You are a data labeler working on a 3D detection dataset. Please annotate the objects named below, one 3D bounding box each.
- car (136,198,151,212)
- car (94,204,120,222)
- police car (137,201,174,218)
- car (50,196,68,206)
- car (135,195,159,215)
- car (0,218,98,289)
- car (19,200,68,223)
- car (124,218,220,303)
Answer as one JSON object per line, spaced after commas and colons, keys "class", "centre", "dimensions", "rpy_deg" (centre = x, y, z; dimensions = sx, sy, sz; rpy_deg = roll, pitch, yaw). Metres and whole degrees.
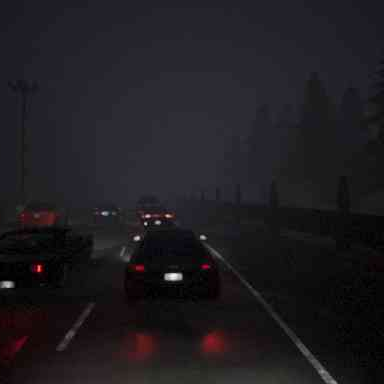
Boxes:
{"class": "car", "centre": [-6.305, 1.620, 42.883], "dimensions": [1.801, 1.575, 5.366], "rpy_deg": [0, 0, -11]}
{"class": "car", "centre": [-6.943, 1.653, 27.352], "dimensions": [2.033, 1.411, 5.357], "rpy_deg": [0, 0, -11]}
{"class": "police car", "centre": [-2.323, 1.582, 21.201], "dimensions": [2.038, 1.542, 4.974], "rpy_deg": [0, -1, -9]}
{"class": "car", "centre": [-23.896, 1.587, 59.836], "dimensions": [2.097, 1.767, 4.553], "rpy_deg": [0, 0, -10]}
{"class": "car", "centre": [-4.332, 1.346, 32.358], "dimensions": [2.150, 2.045, 5.566], "rpy_deg": [0, 0, -11]}
{"class": "car", "centre": [-4.031, 1.637, 9.101], "dimensions": [1.895, 1.301, 4.718], "rpy_deg": [0, 0, -6]}
{"class": "car", "centre": [-9.482, 1.437, 21.627], "dimensions": [2.097, 1.767, 4.553], "rpy_deg": [0, 0, -10]}
{"class": "car", "centre": [-0.533, 1.596, 8.349], "dimensions": [1.994, 1.385, 4.181], "rpy_deg": [0, 0, -5]}
